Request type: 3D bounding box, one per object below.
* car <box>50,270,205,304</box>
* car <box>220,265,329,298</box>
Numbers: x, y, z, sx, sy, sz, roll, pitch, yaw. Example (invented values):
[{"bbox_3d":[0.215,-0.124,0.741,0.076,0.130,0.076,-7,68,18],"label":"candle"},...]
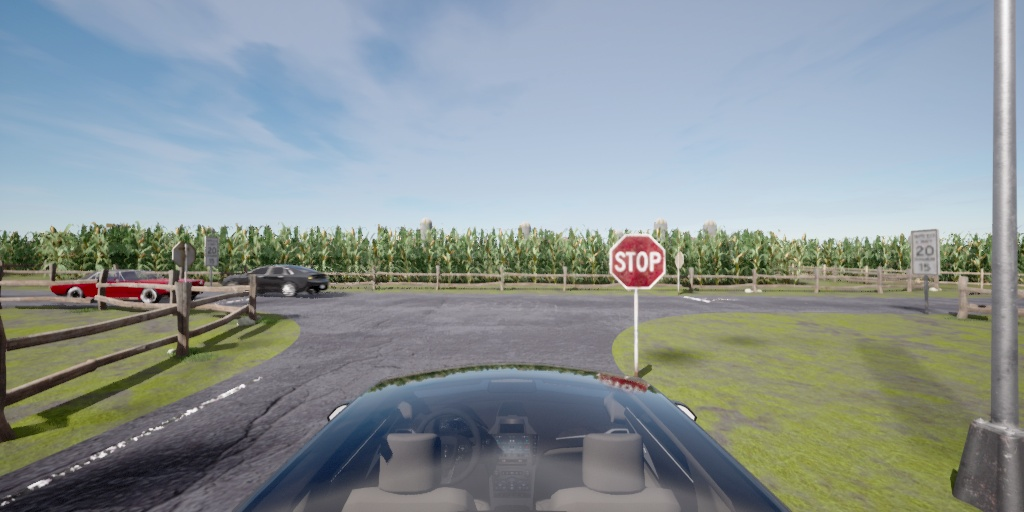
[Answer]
[{"bbox_3d":[-15.513,1.225,14.733,4.718,1.301,1.895,0,-1,0],"label":"car"},{"bbox_3d":[-11.519,1.203,17.489,4.892,1.490,1.837,0,-2,6],"label":"car"}]
